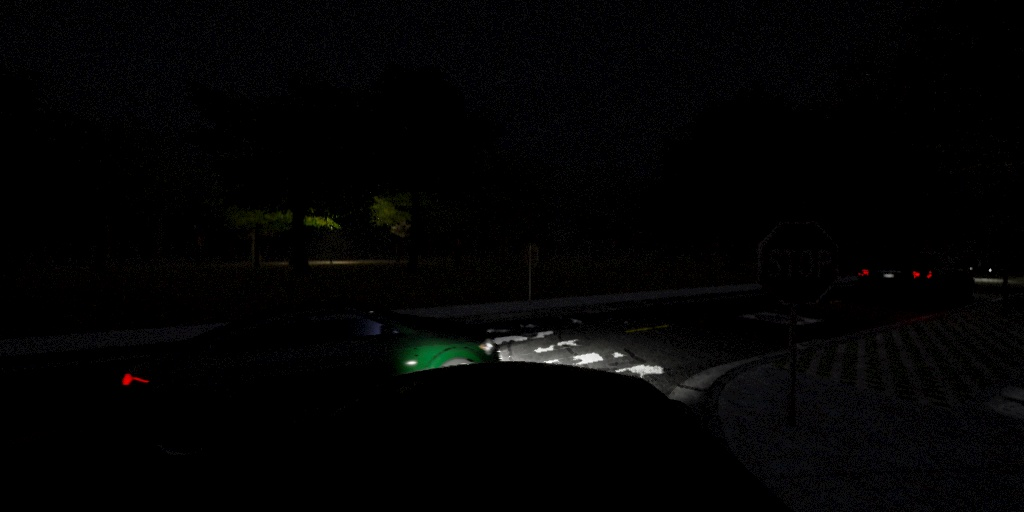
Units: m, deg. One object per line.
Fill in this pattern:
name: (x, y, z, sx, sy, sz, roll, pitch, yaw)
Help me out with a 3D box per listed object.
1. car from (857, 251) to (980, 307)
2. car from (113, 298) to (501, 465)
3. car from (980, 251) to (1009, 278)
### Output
car: (16.455, 0.805, 14.635, 5.566, 2.045, 2.150, 0, 1, -28)
car: (-2.250, 1.295, 4.865, 4.181, 1.385, 1.994, 0, 0, -28)
car: (37.616, 0.601, 28.801, 5.566, 2.045, 2.150, 0, 1, -28)
